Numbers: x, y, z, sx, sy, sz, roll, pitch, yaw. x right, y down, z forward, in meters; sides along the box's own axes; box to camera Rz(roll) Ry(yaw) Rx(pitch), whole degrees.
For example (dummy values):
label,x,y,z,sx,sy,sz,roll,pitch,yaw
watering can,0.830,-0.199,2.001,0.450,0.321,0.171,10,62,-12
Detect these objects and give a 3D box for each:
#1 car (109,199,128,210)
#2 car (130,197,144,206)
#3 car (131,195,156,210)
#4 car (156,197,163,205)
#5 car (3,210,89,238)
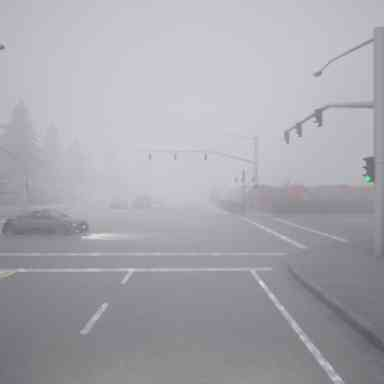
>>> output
label,x,y,z,sx,sy,sz,roll,pitch,yaw
car,-10.580,1.726,48.059,1.882,1.535,5.008,0,0,0
car,-10.536,1.809,64.216,1.882,1.535,5.008,0,0,1
car,-7.081,1.473,48.541,2.150,2.045,5.566,0,0,0
car,-6.996,1.832,68.754,1.882,1.535,5.008,0,-1,0
car,-7.767,1.676,17.880,4.181,1.385,1.994,0,0,5
